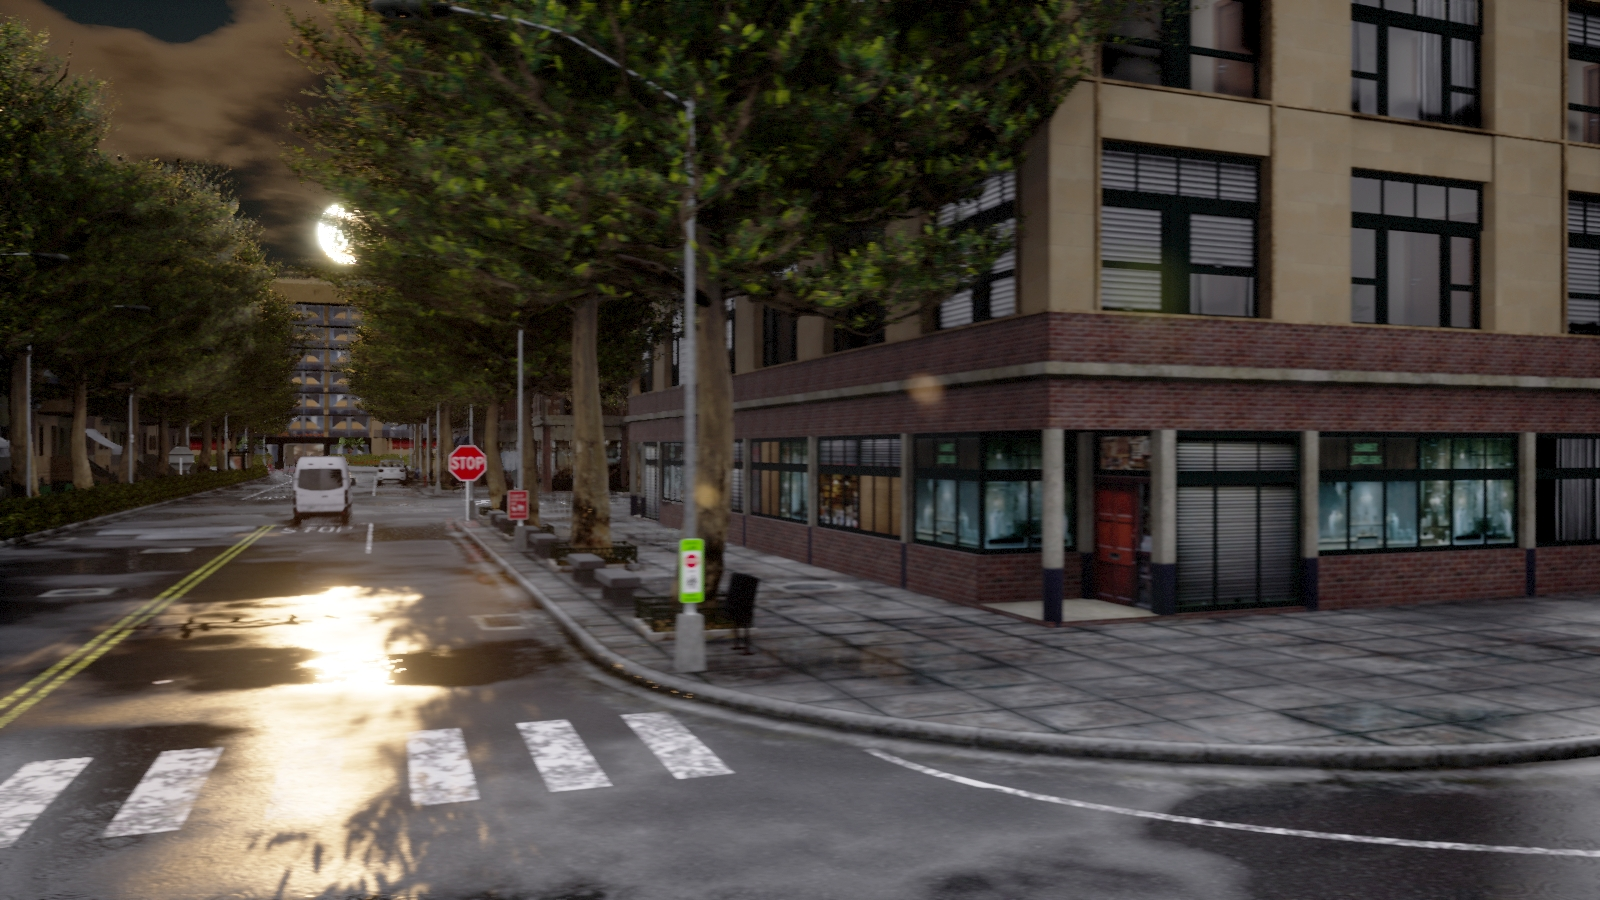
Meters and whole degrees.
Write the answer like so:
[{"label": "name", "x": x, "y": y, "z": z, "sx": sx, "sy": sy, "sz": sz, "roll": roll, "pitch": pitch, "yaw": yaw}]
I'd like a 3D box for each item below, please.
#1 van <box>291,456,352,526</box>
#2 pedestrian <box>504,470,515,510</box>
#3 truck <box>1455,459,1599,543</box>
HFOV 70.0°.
[{"label": "van", "x": -19.009, "y": 1.534, "z": 45.613, "sx": 1.988, "sy": 2.561, "sz": 5.915, "roll": 0, "pitch": 0, "yaw": -20}, {"label": "pedestrian", "x": -13.475, "y": 1.850, "z": 53.040, "sx": 0.375, "sy": 1.860, "sz": 0.375, "roll": 0, "pitch": 0, "yaw": -36}, {"label": "truck", "x": 24.591, "y": 1.569, "z": 37.166, "sx": 2.627, "sy": 2.467, "sz": 5.204, "roll": 0, "pitch": 0, "yaw": -20}]
